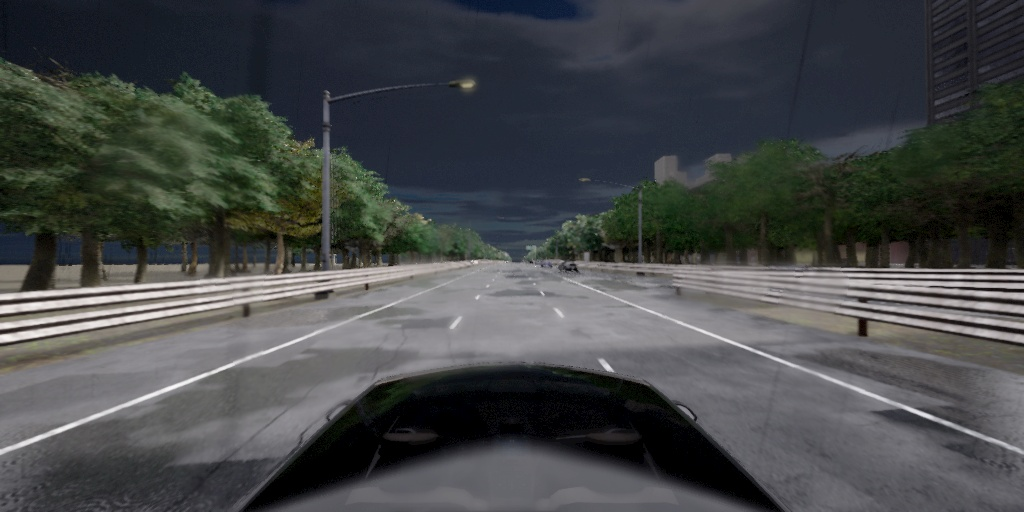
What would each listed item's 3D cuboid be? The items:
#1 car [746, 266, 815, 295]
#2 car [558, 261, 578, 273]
[{"bbox_3d":[15.429,1.346,20.710,2.128,1.511,4.902,0,-1,-22],"label":"car"},{"bbox_3d":[7.675,1.493,49.278,1.837,1.490,4.892,-1,0,-6],"label":"car"}]
